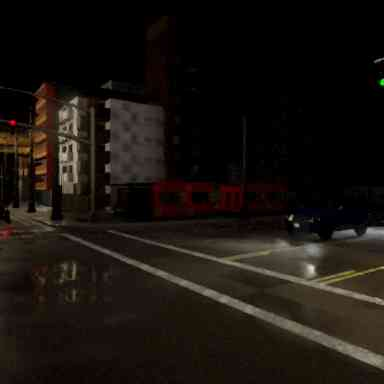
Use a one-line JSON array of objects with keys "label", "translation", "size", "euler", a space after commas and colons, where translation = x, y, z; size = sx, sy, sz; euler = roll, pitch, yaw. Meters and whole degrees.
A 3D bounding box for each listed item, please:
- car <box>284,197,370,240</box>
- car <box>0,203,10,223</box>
[{"label": "car", "translation": [7.332, 1.285, 17.782], "size": [5.566, 2.045, 2.150], "euler": [1, 0, -36]}, {"label": "car", "translation": [-14.488, 1.481, 24.319], "size": [1.812, 1.442, 4.674], "euler": [0, 0, -34]}]
